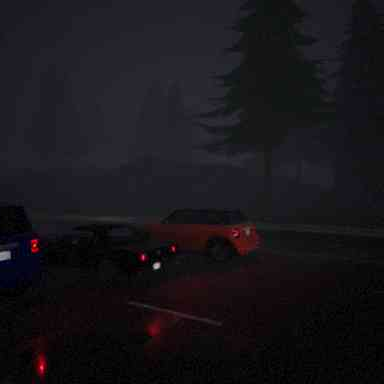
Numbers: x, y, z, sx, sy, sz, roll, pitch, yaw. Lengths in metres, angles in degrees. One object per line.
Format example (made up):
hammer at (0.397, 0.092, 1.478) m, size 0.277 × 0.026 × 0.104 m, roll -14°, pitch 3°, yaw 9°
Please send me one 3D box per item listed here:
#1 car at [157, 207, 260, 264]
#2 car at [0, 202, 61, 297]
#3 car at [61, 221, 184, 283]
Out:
car at (-0.022, 1.317, 11.827) m, size 4.553 × 1.767 × 2.097 m, roll 0°, pitch 0°, yaw 31°
car at (-5.640, 1.211, 7.114) m, size 5.566 × 2.045 × 2.150 m, roll 0°, pitch 0°, yaw 29°
car at (-2.808, 1.578, 9.515) m, size 4.718 × 1.301 × 1.895 m, roll 0°, pitch 0°, yaw 30°
